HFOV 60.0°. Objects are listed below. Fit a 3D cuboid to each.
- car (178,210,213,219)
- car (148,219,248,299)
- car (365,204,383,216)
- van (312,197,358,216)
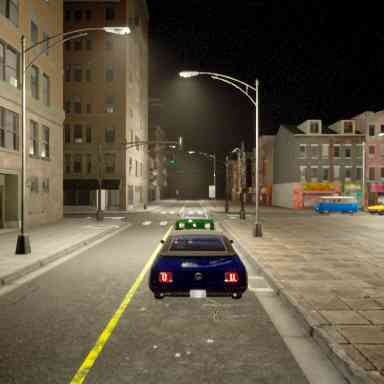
[{"bbox_3d":[0.162,1.600,17.845,1.895,1.301,4.718,0,0,1],"label":"car"},{"bbox_3d":[0.123,1.601,8.386,1.895,1.301,4.718,0,0,0],"label":"car"},{"bbox_3d":[19.277,1.517,32.082,4.829,1.417,1.752,0,0,0],"label":"car"},{"bbox_3d":[13.835,1.337,32.107,3.998,1.788,1.690,0,0,0],"label":"van"}]
